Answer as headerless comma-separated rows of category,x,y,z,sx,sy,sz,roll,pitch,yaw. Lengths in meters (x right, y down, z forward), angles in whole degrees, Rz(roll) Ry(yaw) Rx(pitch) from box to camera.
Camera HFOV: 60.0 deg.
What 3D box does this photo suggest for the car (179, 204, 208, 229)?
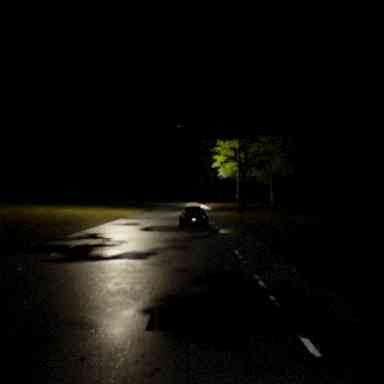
car,0.124,1.784,23.566,1.994,1.385,4.181,0,-1,0
